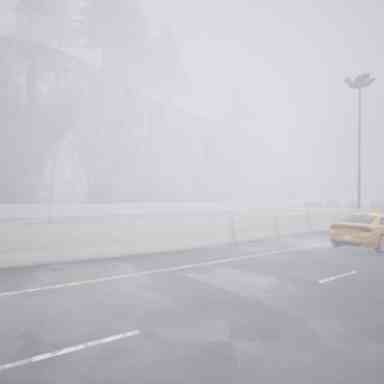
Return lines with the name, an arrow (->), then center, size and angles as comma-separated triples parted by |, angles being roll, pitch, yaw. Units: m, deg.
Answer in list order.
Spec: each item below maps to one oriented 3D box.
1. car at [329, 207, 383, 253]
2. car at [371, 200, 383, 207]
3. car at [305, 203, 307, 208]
car -> 7.980, 1.644, 14.710 | 5.008, 1.535, 1.882 | 0, 0, -40
car -> 31.423, 1.999, 56.290 | 2.097, 1.767, 4.553 | 0, -1, 36
car -> 22.057, 2.200, 61.140 | 1.895, 1.301, 4.718 | 0, 0, 36
